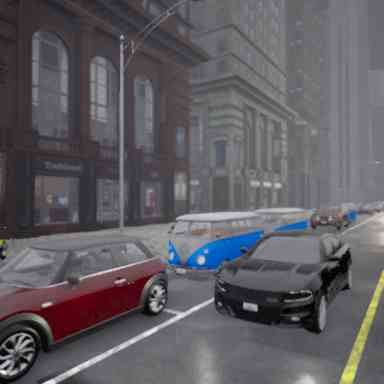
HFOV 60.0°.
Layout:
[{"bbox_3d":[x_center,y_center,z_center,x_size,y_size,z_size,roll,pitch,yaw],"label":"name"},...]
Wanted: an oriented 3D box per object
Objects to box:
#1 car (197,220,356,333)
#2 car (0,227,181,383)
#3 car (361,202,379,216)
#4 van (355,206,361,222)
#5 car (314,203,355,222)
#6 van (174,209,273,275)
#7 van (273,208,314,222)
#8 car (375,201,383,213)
[{"bbox_3d":[2.302,1.617,7.426,1.882,1.535,5.008,-1,-2,33],"label":"car"},{"bbox_3d":[-2.223,1.549,5.594,1.967,1.590,4.097,-1,-1,33],"label":"car"},{"bbox_3d":[22.654,2.345,43.194,1.887,1.381,4.507,-1,-1,33],"label":"car"},{"bbox_3d":[13.324,1.877,29.097,1.690,1.788,3.998,-1,-1,33],"label":"van"},{"bbox_3d":[10.214,1.764,24.397,2.192,1.841,5.009,-1,-1,33],"label":"car"},{"bbox_3d":[0.886,1.534,10.296,1.690,1.788,3.998,-1,-1,33],"label":"van"},{"bbox_3d":[3.995,1.619,14.996,1.690,1.788,3.998,-1,-1,33],"label":"van"},{"bbox_3d":[28.873,2.545,52.595,1.947,1.339,4.313,-1,-1,33],"label":"car"}]
